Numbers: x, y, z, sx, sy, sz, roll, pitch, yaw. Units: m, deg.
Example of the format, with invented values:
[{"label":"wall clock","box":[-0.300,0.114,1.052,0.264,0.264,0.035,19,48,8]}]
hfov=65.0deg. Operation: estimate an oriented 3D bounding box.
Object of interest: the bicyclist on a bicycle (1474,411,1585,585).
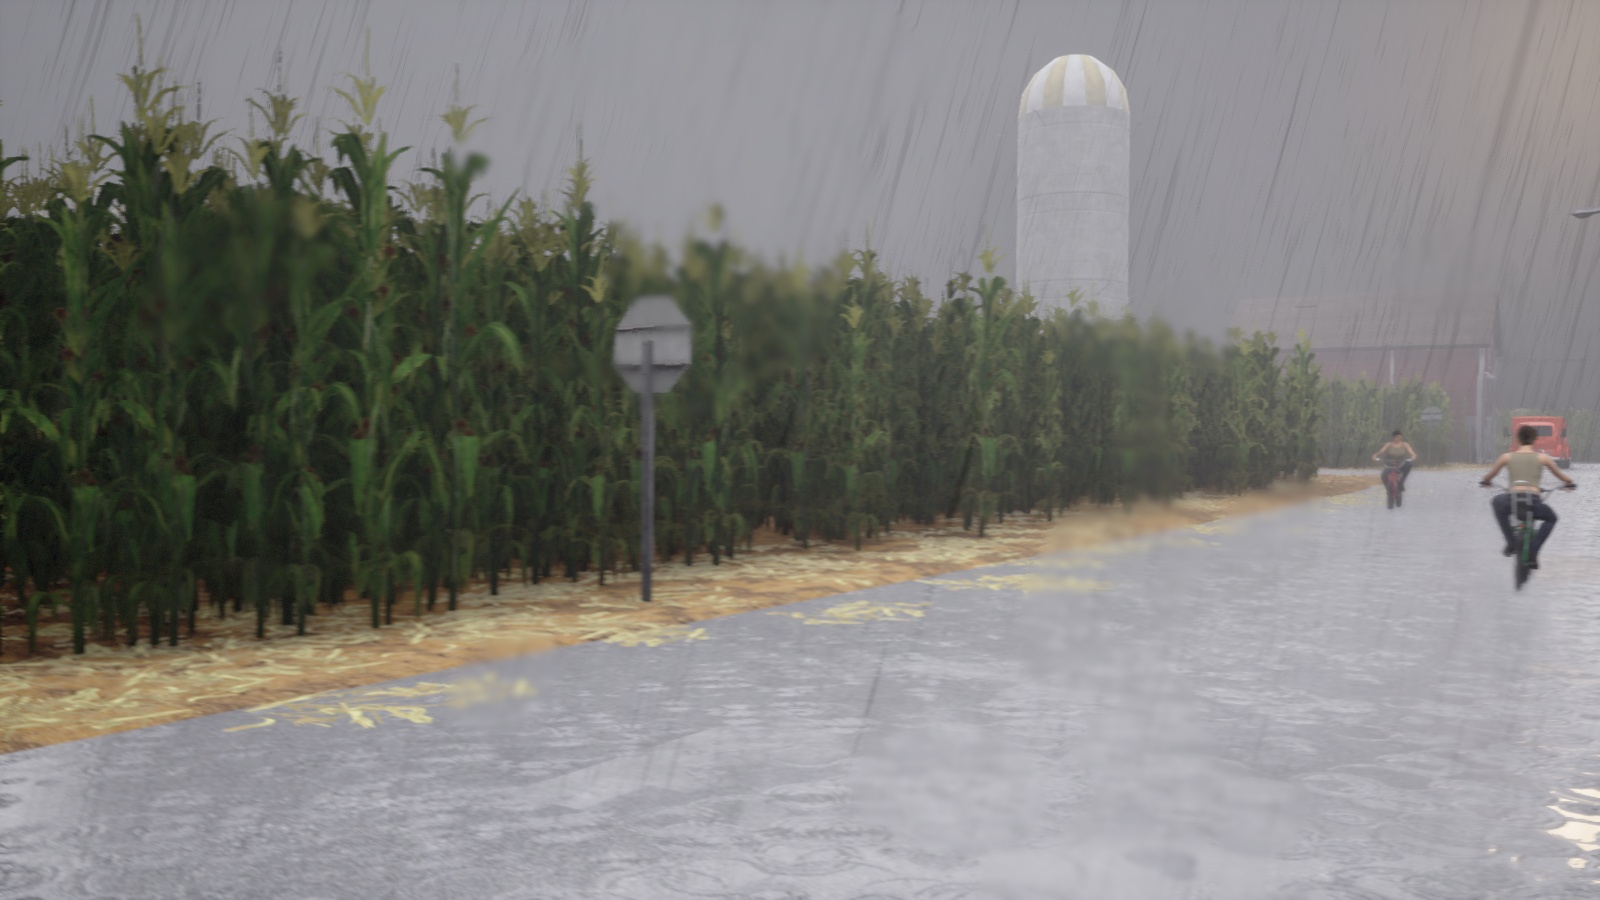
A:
[{"label":"bicyclist on a bicycle","box":[7.267,0.432,12.477,0.866,1.612,1.509,0,1,33]}]

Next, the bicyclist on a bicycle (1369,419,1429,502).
[{"label":"bicyclist on a bicycle","box":[12.002,0.186,25.154,0.866,1.612,1.509,0,1,34]}]

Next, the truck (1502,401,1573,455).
[{"label":"truck","box":[35.451,-0.996,60.278,2.627,2.467,5.204,0,0,34]}]
